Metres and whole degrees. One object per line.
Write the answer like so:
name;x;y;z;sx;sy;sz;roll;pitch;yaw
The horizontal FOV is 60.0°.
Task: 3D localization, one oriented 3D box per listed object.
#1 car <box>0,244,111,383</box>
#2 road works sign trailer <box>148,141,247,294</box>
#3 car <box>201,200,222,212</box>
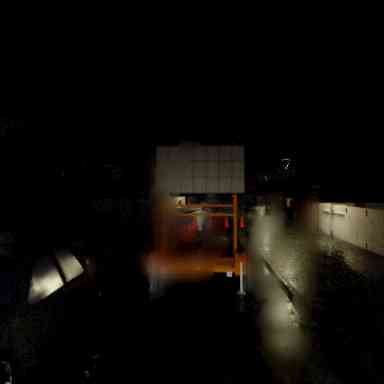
car;-2.692;1.550;4.851;2.033;1.411;5.357;0;0;2
road works sign trailer;0.226;0.469;8.834;2.380;3.560;2.880;0;0;5
car;2.403;1.672;40.203;1.895;1.301;4.718;0;0;13
